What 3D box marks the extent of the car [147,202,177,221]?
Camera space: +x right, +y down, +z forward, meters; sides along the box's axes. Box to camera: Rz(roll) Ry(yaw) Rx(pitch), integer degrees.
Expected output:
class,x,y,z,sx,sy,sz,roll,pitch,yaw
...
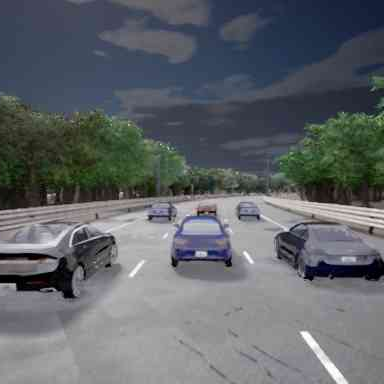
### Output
class,x,y,z,sx,sy,sz,roll,pitch,yaw
car,-2.373,1.547,27.508,2.033,1.411,5.357,0,0,4

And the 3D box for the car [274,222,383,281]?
class,x,y,z,sx,sy,sz,roll,pitch,yaw
car,3.787,1.570,9.924,1.994,1.385,4.181,0,0,1

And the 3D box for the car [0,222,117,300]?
class,x,y,z,sx,sy,sz,roll,pitch,yaw
car,-3.257,1.490,8.396,2.128,1.511,4.902,0,0,1

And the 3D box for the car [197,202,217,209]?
class,x,y,z,sx,sy,sz,roll,pitch,yaw
car,1.512,1.604,32.357,1.895,1.301,4.718,0,0,5

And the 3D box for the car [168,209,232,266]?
class,x,y,z,sx,sy,sz,roll,pitch,yaw
car,0.326,1.528,11.404,1.812,1.442,4.674,0,0,2

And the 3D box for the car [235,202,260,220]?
class,x,y,z,sx,sy,sz,roll,pitch,yaw
car,4.720,1.555,28.601,2.033,1.411,5.357,0,0,4
